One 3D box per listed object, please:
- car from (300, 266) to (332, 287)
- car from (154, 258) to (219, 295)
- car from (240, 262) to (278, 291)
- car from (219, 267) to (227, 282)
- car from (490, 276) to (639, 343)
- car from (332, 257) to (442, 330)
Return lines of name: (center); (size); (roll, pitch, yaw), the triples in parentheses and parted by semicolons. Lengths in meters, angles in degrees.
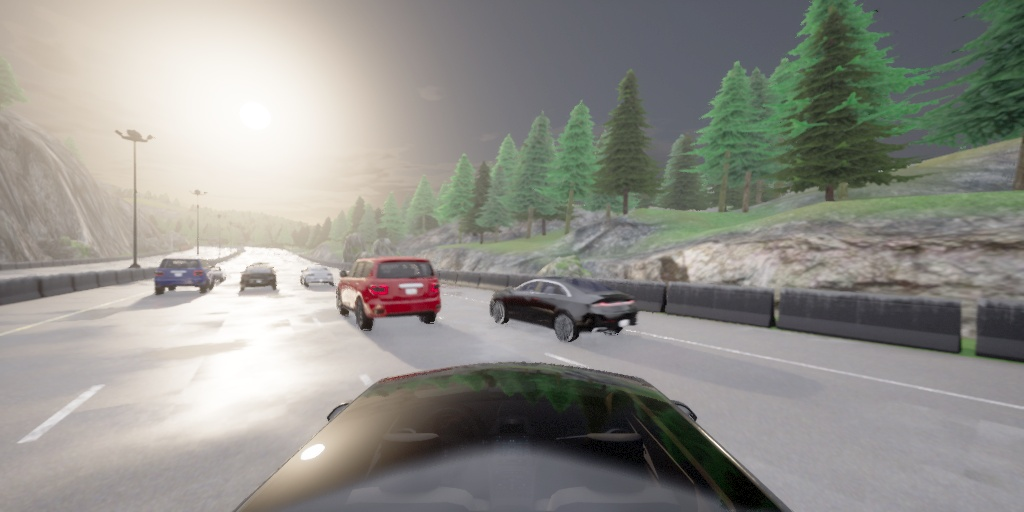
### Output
car: (-14.592, 1.480, 26.820); (1.812, 1.442, 4.674); (0, -1, -35)
car: (-19.384, 1.114, 21.429); (2.150, 2.045, 5.566); (0, -1, -34)
car: (-16.608, 1.397, 23.581); (1.882, 1.535, 5.008); (1, -1, -35)
car: (-25.909, 1.569, 30.885); (1.895, 1.301, 4.718); (0, -1, -35)
car: (1.180, 1.324, 10.148); (2.128, 1.511, 4.902); (0, -1, -35)
car: (-4.219, 1.057, 11.809); (2.150, 2.045, 5.566); (0, -1, -35)
